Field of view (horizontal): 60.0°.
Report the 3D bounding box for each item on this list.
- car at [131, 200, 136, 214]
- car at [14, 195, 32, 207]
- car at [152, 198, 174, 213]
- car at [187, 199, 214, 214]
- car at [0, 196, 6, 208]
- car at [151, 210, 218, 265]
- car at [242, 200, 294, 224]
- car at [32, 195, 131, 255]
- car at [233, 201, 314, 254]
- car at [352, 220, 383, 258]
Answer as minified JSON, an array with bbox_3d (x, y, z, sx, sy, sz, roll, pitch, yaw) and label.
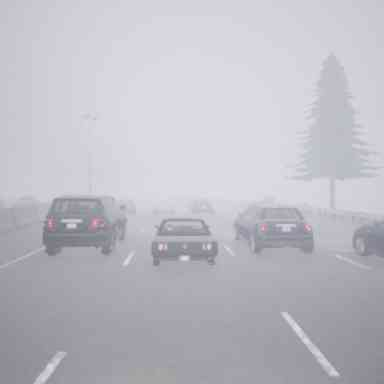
[{"bbox_3d":[-6.272,1.315,31.092,1.994,1.385,4.181,0,0,-10],"label":"car"},{"bbox_3d":[-18.585,1.176,37.591,1.837,1.490,4.892,0,0,-14],"label":"car"},{"bbox_3d":[-2.752,1.282,31.309,1.812,1.442,4.674,0,1,-10],"label":"car"},{"bbox_3d":[0.750,1.328,31.567,1.994,1.385,4.181,0,0,-10],"label":"car"},{"bbox_3d":[-21.870,1.178,36.299,1.837,1.490,4.892,0,0,-14],"label":"car"},{"bbox_3d":[-0.327,1.514,11.352,1.895,1.301,4.718,0,0,-3],"label":"car"},{"bbox_3d":[5.397,1.375,24.518,2.033,1.411,5.357,0,0,-7],"label":"car"},{"bbox_3d":[-3.921,1.115,13.001,2.150,2.045,5.566,0,1,-4],"label":"car"},{"bbox_3d":[3.031,1.258,13.285,2.097,1.767,4.553,0,0,-4],"label":"car"},{"bbox_3d":[6.751,1.296,9.871,2.097,1.767,4.553,0,1,-2],"label":"car"}]
